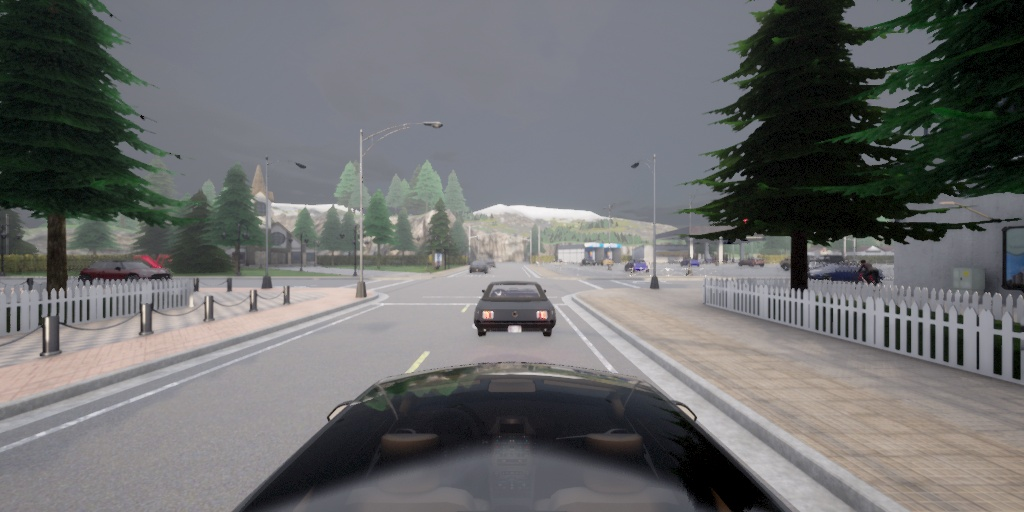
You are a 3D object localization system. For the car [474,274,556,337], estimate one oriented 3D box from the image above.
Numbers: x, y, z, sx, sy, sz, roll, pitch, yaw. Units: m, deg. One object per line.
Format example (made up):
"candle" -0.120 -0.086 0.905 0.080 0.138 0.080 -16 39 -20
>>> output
"car" 0.060 1.347 10.237 1.895 1.301 4.718 0 0 0

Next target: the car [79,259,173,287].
"car" -24.900 1.077 23.255 4.553 1.767 2.097 0 0 1

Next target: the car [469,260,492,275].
"car" -3.634 1.210 39.770 1.882 1.535 5.008 0 0 0

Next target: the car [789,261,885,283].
"car" 24.174 1.270 26.518 5.357 1.411 2.033 0 0 1

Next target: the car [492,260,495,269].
"car" -3.626 1.271 57.578 2.033 1.411 5.357 0 0 0

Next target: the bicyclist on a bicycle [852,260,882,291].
"bicyclist on a bicycle" 18.851 1.027 19.083 0.582 1.620 1.656 0 0 1
